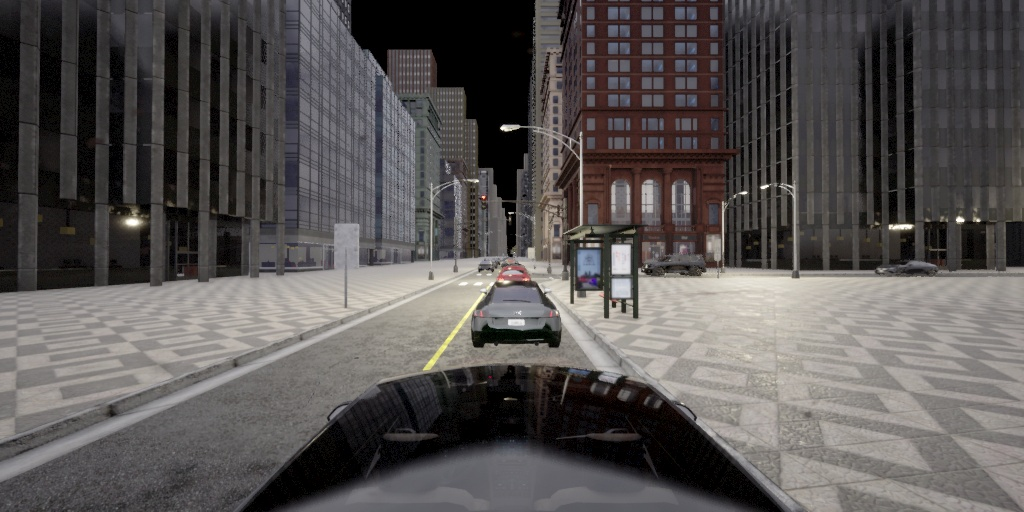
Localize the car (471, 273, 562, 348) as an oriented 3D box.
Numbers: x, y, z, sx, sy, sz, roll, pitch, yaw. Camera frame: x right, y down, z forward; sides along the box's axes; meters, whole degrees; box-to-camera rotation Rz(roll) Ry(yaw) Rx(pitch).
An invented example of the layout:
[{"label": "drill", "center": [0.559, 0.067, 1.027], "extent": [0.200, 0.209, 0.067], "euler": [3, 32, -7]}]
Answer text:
[{"label": "car", "center": [0.095, 1.314, 9.270], "extent": [1.994, 1.385, 4.181], "euler": [0, 0, 0]}]

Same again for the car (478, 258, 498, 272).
[{"label": "car", "center": [-3.110, 1.244, 44.202], "extent": [2.033, 1.411, 5.357], "euler": [0, 0, 0]}]

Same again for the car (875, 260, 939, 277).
[{"label": "car", "center": [36.534, 1.135, 33.214], "extent": [4.674, 1.442, 1.812], "euler": [0, -1, 0]}]

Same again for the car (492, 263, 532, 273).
[{"label": "car", "center": [0.110, 1.269, 19.105], "extent": [1.812, 1.442, 4.674], "euler": [0, 0, 1]}]

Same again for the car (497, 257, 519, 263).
[{"label": "car", "center": [-0.071, 1.196, 40.231], "extent": [2.128, 1.511, 4.902], "euler": [-1, 0, -7]}]

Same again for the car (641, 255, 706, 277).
[{"label": "car", "center": [14.963, 0.909, 33.240], "extent": [5.566, 2.045, 2.150], "euler": [0, -1, 0]}]

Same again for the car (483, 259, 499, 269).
[{"label": "car", "center": [-3.116, 1.163, 54.130], "extent": [2.128, 1.511, 4.902], "euler": [0, 0, 0]}]
